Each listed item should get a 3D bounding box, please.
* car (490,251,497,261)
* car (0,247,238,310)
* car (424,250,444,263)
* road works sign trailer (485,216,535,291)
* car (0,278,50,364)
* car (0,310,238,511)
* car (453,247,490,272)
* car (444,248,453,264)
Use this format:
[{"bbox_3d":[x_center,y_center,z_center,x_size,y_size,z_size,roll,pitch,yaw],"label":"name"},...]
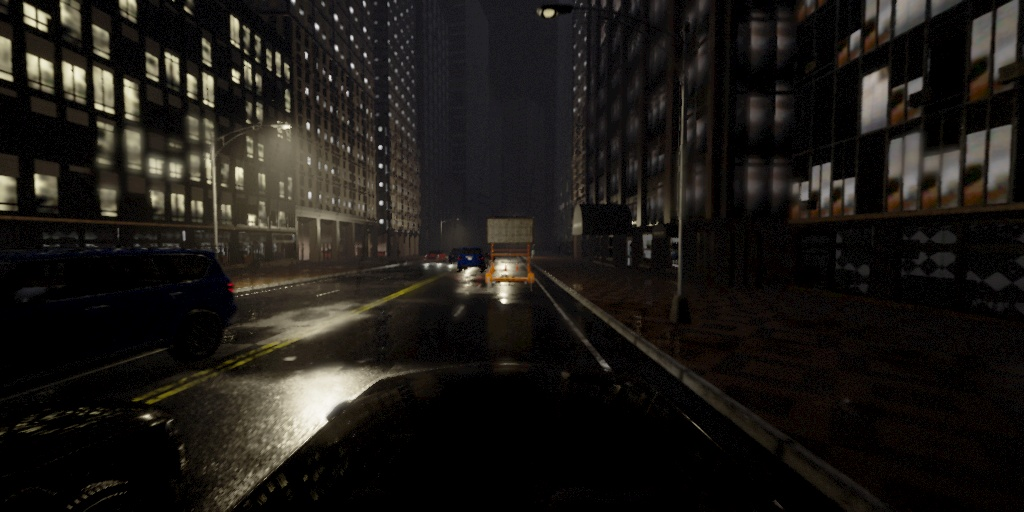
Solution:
[{"bbox_3d":[-3.446,-0.056,54.499,2.128,1.511,4.902,0,1,0],"label":"car"},{"bbox_3d":[-6.617,0.894,4.926,2.150,2.045,5.566,0,1,0],"label":"car"},{"bbox_3d":[-10.085,-0.014,47.236,2.097,1.767,4.553,0,1,0],"label":"car"},{"bbox_3d":[-0.084,-0.186,17.987,2.380,3.560,2.880,0,0,1],"label":"road works sign trailer"},{"bbox_3d":[-9.854,1.208,4.597,1.812,1.442,4.674,0,1,0],"label":"car"},{"bbox_3d":[-3.142,1.273,0.449,2.128,1.511,4.902,0,1,0],"label":"car"},{"bbox_3d":[-3.313,0.257,30.743,2.150,2.045,5.566,0,1,0],"label":"car"},{"bbox_3d":[-6.834,-0.125,46.317,2.150,2.045,5.566,0,2,0],"label":"car"}]
